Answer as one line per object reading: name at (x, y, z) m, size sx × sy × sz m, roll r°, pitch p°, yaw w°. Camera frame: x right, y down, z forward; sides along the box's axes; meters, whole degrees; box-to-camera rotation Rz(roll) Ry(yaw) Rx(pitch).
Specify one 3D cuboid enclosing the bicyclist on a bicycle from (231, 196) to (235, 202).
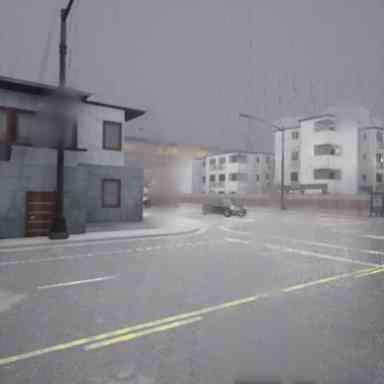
bicyclist on a bicycle at (5.514, 1.326, 45.271) m, size 0.582 × 1.620 × 1.656 m, roll 2°, pitch 0°, yaw 44°

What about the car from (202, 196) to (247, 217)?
car at (3.021, 1.346, 31.000) m, size 2.097 × 1.767 × 4.553 m, roll 1°, pitch 0°, yaw -38°

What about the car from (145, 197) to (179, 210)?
car at (-3.529, 1.275, 38.339) m, size 4.674 × 1.442 × 1.812 m, roll 2°, pitch 0°, yaw 41°
